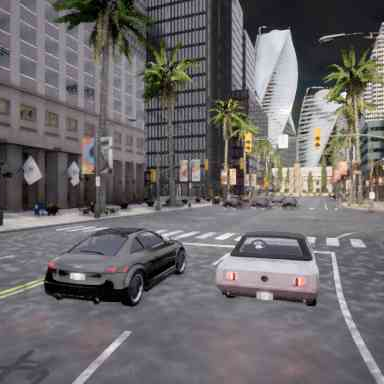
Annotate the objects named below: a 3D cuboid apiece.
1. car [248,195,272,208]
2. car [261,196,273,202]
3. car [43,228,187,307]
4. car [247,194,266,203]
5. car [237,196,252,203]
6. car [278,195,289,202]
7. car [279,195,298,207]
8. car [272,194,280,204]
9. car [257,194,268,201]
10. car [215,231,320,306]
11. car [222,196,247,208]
[{"bbox_3d":[9.852,1.564,48.008,1.994,1.385,4.181,0,0,21],"label":"car"},{"bbox_3d":[17.266,1.553,76.194,1.994,1.385,4.181,0,0,22],"label":"car"},{"bbox_3d":[-1.576,1.564,8.195,1.994,1.385,4.181,0,0,17],"label":"car"},{"bbox_3d":[12.066,1.351,63.168,2.097,1.767,4.553,0,0,22],"label":"car"},{"bbox_3d":[10.916,1.513,68.810,2.161,1.482,4.786,0,0,21],"label":"car"},{"bbox_3d":[21.160,1.478,76.504,1.882,1.535,5.008,0,0,22],"label":"car"},{"bbox_3d":[15.522,1.547,52.451,2.033,1.411,5.357,0,0,22],"label":"car"},{"bbox_3d":[16.797,1.548,65.536,2.033,1.411,5.357,0,0,22],"label":"car"},{"bbox_3d":[19.033,1.354,89.184,2.185,1.767,4.553,0,0,21],"label":"car"},{"bbox_3d":[2.033,1.601,8.148,1.895,1.301,4.718,0,0,19],"label":"car"},{"bbox_3d":[5.870,1.547,47.598,2.033,1.411,5.357,0,0,22],"label":"car"}]
